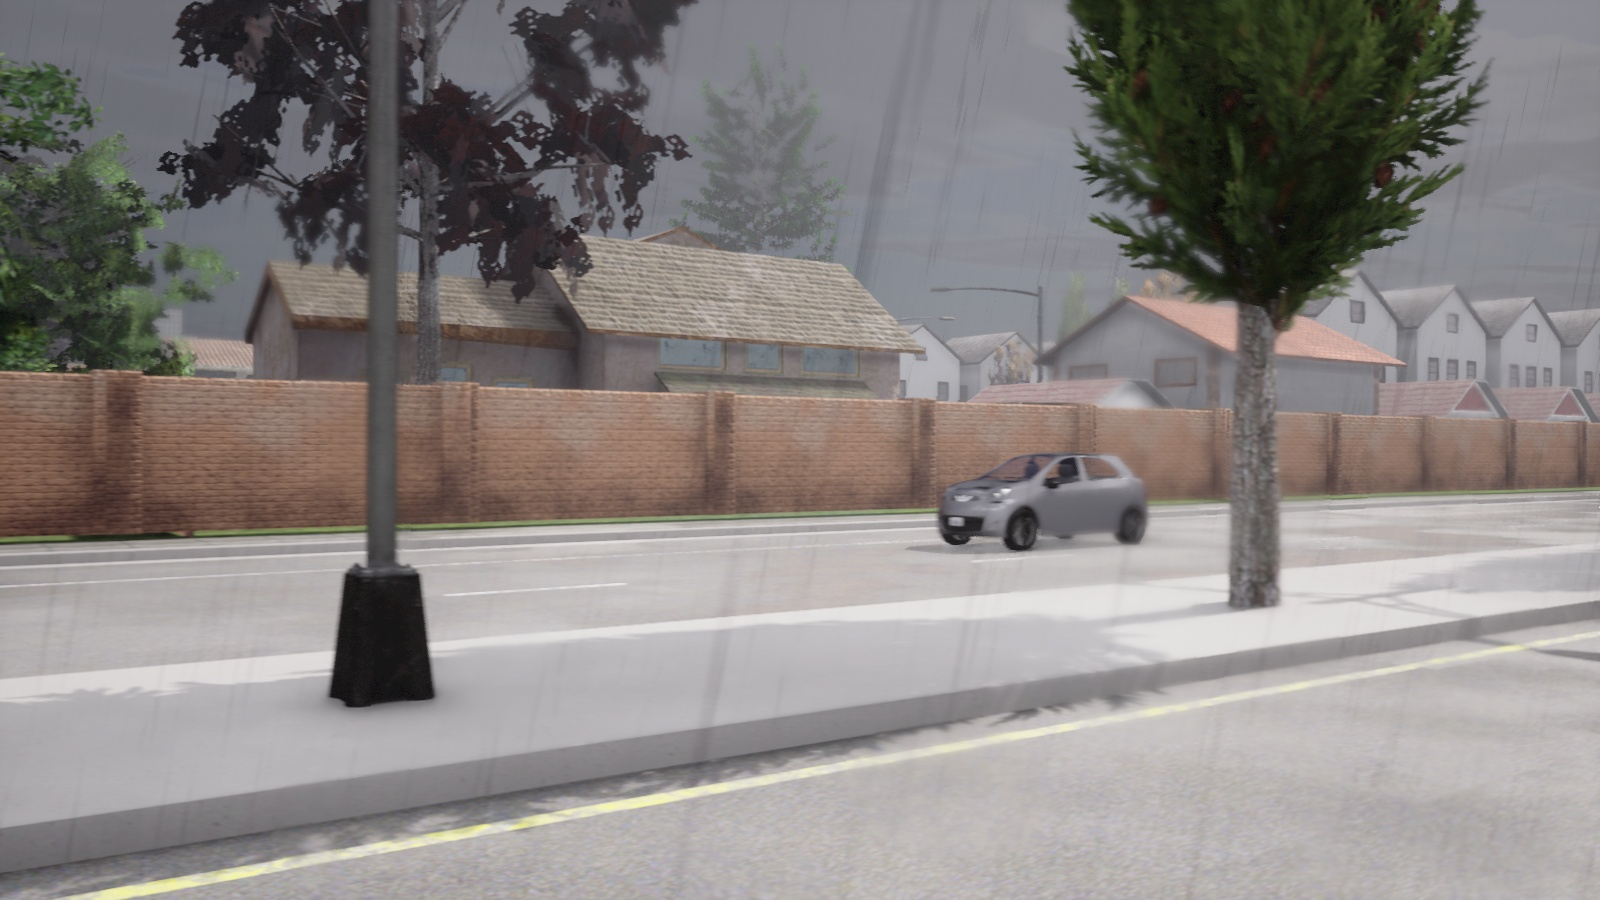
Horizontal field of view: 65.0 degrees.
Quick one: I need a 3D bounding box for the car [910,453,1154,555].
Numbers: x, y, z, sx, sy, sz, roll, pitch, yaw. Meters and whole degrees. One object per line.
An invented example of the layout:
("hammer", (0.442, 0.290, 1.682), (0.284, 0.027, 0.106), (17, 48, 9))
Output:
("car", (3.776, 0.800, 20.297), (3.633, 1.501, 1.845), (0, 0, -35))
